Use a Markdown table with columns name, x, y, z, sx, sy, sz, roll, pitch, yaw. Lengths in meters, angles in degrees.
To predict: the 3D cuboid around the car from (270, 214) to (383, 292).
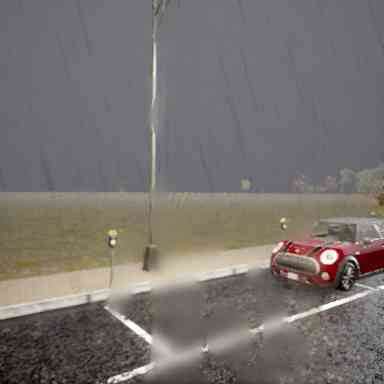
| name | x | y | z | sx | sy | sz | roll | pitch | yaw |
| --- | --- | --- | --- | --- | --- | --- | --- | --- | --- |
| car | 3.985 | 1.441 | 8.928 | 4.097 | 1.590 | 1.967 | 0 | 1 | -35 |
